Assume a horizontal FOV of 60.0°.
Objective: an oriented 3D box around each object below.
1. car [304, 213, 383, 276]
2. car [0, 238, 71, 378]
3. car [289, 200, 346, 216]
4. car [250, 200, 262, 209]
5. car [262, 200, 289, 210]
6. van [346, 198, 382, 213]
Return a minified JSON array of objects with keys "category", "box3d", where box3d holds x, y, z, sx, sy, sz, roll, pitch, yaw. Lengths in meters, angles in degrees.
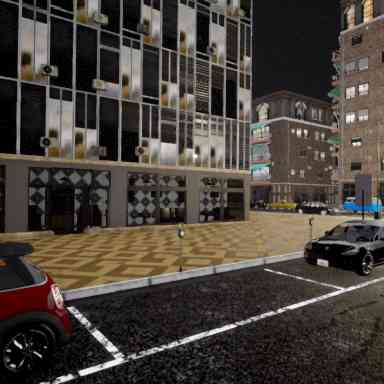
[{"category":"car","box3d":[5.358,1.567,10.372,4.313,1.339,1.947,0,1,-35]},{"category":"car","box3d":[-3.717,1.440,3.897,4.097,1.590,1.967,0,1,-35]},{"category":"car","box3d":[12.199,1.620,32.647,2.008,1.369,4.403,0,-1,-35]},{"category":"car","box3d":[9.587,1.865,51.098,1.947,1.339,4.313,0,-1,-35]},{"category":"car","box3d":[12.655,1.787,46.680,1.752,1.417,4.829,0,-1,-35]},{"category":"van","box3d":[19.085,1.525,37.426,1.690,1.788,3.998,0,-1,-35]}]
